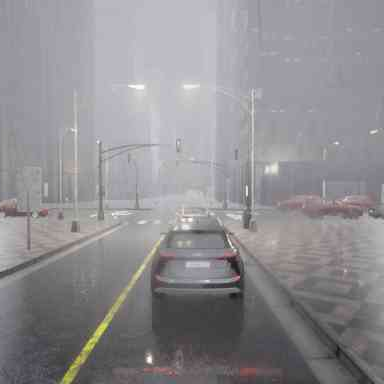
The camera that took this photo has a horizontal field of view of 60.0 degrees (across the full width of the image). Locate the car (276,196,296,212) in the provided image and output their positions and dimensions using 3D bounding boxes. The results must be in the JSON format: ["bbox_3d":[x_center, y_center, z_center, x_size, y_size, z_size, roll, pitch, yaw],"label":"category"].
[{"bbox_3d":[12.217,1.325,37.759,5.009,1.841,2.192,0,1,0],"label":"car"}]

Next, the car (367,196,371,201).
[{"bbox_3d":[17.861,1.354,37.760,5.009,1.841,2.192,0,1,0],"label":"car"}]

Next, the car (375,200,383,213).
[{"bbox_3d":[23.502,1.634,37.763,4.313,1.339,1.947,0,1,0],"label":"car"}]

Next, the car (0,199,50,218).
[{"bbox_3d":[-14.834,1.566,29.236,4.507,1.381,1.887,0,1,0],"label":"car"}]

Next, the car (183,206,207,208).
[{"bbox_3d":[0.147,1.507,17.562,1.837,1.490,4.892,0,0,0],"label":"car"}]

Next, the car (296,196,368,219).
[{"bbox_3d":[12.207,1.463,29.235,5.009,1.841,2.192,0,1,0],"label":"car"}]

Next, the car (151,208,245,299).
[{"bbox_3d":[0.133,1.428,8.475,2.033,1.649,4.856,0,0,1],"label":"car"}]

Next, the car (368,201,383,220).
[{"bbox_3d":[17.850,1.742,29.239,4.313,1.339,1.947,0,1,0],"label":"car"}]
